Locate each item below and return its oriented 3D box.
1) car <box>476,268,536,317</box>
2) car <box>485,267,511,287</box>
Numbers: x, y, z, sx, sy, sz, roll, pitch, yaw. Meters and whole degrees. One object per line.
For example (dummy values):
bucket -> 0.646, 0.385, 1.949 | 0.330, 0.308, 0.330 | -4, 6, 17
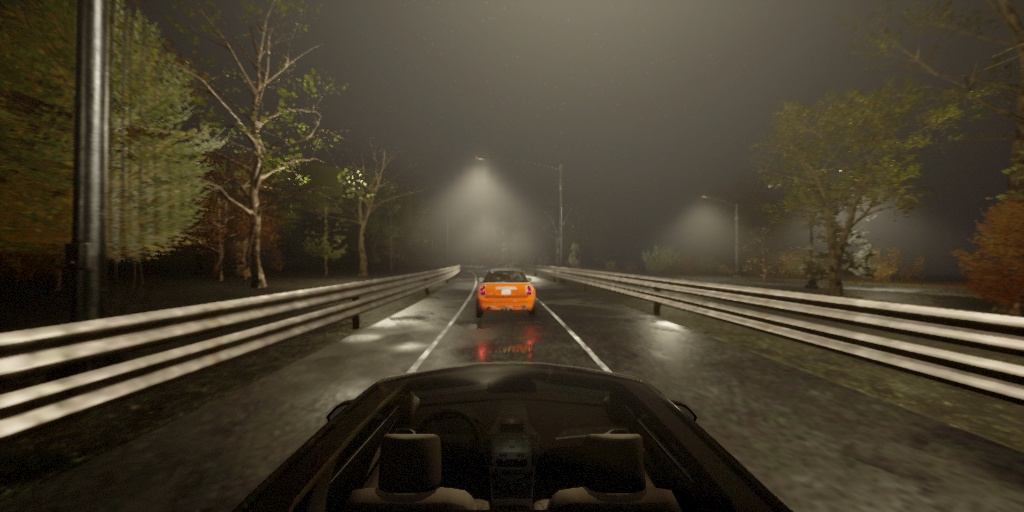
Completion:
car -> -0.257, 1.255, 14.165 | 2.097, 1.767, 4.553 | 0, -1, -2
car -> -1.186, 1.650, 29.438 | 1.994, 1.385, 4.181 | 0, -1, -4
